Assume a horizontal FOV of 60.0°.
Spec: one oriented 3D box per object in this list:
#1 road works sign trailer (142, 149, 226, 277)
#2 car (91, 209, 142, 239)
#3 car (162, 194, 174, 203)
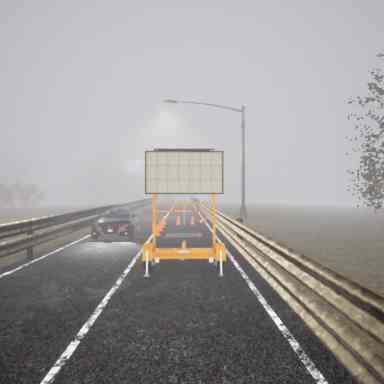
[{"bbox_3d":[-0.238,0.468,10.300,2.380,3.560,2.880,0,0,-1],"label":"road works sign trailer"},{"bbox_3d":[-3.769,1.570,17.116,1.994,1.385,4.181,0,0,-1],"label":"car"},{"bbox_3d":[-4.973,1.248,69.615,2.150,2.045,5.566,0,0,-1],"label":"car"}]
